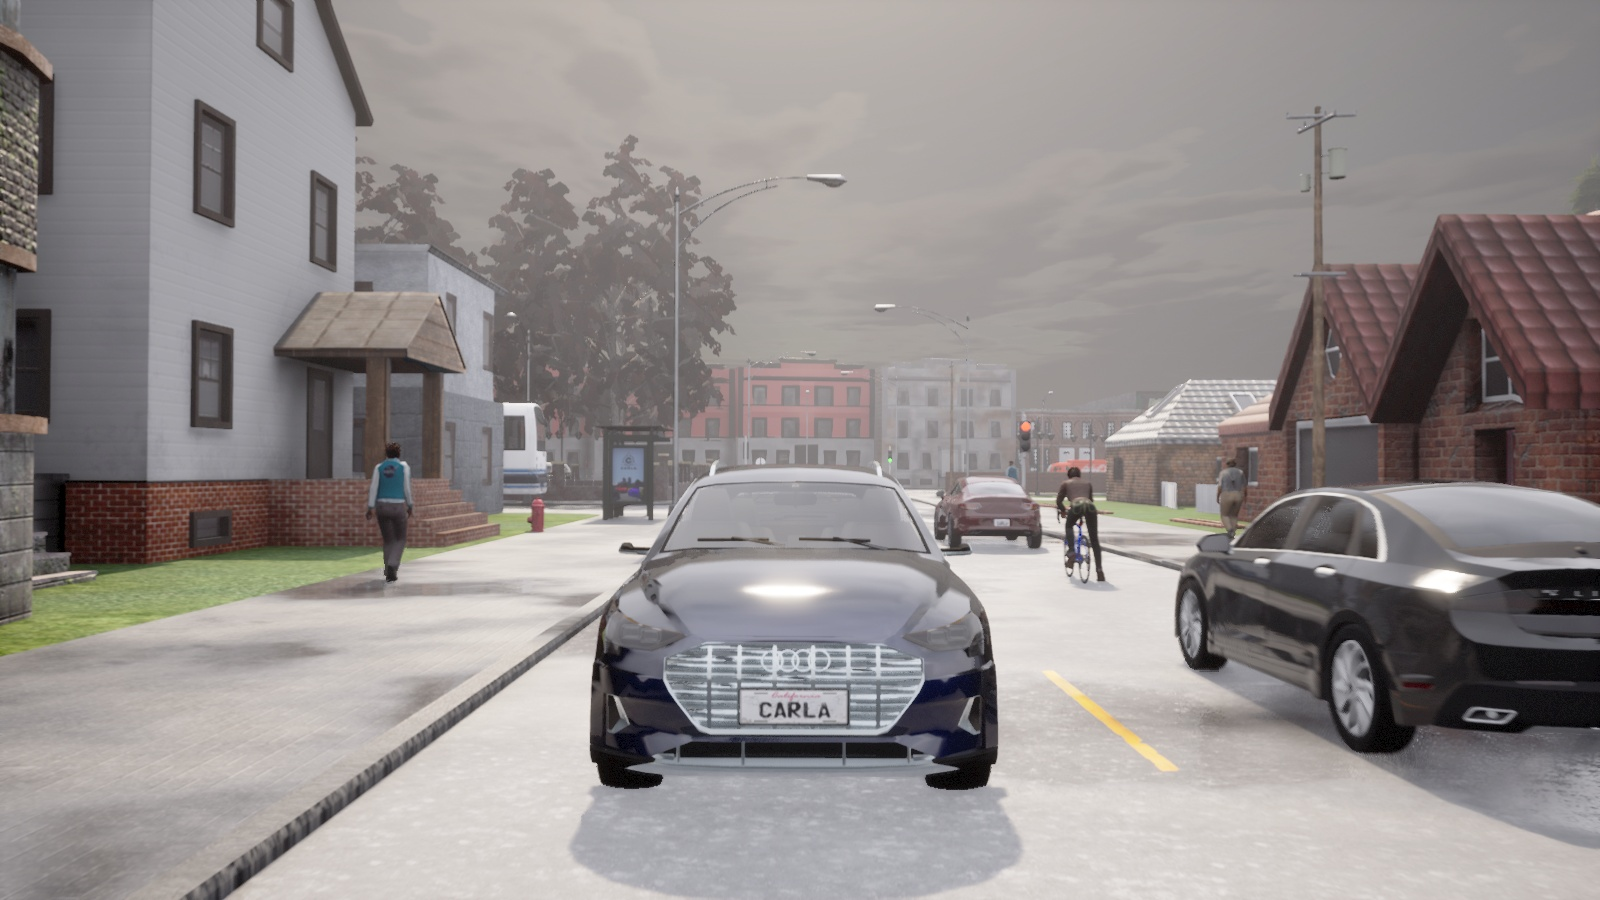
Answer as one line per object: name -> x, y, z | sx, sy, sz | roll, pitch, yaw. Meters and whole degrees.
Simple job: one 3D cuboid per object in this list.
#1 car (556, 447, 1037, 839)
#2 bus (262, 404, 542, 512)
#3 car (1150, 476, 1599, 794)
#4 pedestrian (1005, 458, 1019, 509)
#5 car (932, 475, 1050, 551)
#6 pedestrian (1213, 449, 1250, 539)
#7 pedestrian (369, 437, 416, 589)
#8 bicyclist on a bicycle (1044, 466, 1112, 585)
car -> -0.020, 0.870, 7.751 | 2.033, 1.649, 4.856 | 0, -1, 0
bus -> -16.064, 0.331, 51.460 | 10.273, 4.253, 3.944 | 0, -1, -4
car -> 3.978, 0.939, 8.486 | 1.837, 1.490, 4.892 | 0, -1, 0
pedestrian -> 7.997, 1.252, 47.331 | 0.396, 1.930, 0.692 | 0, -1, -1
car -> 3.922, 1.252, 26.545 | 1.812, 1.442, 4.674 | 0, -1, 1
pedestrian -> 9.034, 0.911, 26.302 | 0.540, 1.848, 0.694 | 0, -1, 4
pedestrian -> -5.273, 0.807, 16.267 | 0.396, 1.930, 0.692 | 0, -1, 0
bicyclist on a bicycle -> 3.952, 1.040, 17.956 | 0.582, 1.620, 1.656 | 0, -1, 0
